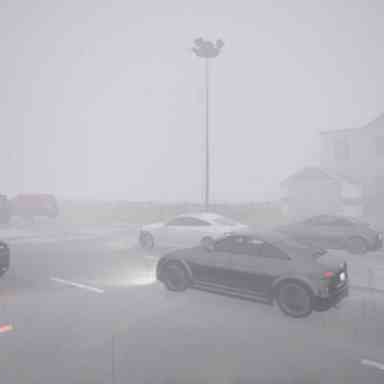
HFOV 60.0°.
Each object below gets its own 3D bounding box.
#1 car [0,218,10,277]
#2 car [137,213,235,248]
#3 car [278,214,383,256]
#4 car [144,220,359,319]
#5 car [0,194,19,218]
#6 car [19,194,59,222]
[{"bbox_3d":[-6.662,1.476,8.749,4.892,1.490,1.837,0,0,36],"label":"car"},{"bbox_3d":[0.030,1.505,12.554,4.674,1.442,1.812,0,0,35],"label":"car"},{"bbox_3d":[5.176,1.554,13.198,4.181,1.385,1.994,0,0,36],"label":"car"},{"bbox_3d":[1.201,1.555,7.434,4.181,1.385,1.994,0,0,36],"label":"car"},{"bbox_3d":[-14.720,1.151,23.099,5.566,2.045,2.150,0,0,36],"label":"car"},{"bbox_3d":[-12.682,1.150,25.944,5.566,2.045,2.150,0,0,36],"label":"car"}]
